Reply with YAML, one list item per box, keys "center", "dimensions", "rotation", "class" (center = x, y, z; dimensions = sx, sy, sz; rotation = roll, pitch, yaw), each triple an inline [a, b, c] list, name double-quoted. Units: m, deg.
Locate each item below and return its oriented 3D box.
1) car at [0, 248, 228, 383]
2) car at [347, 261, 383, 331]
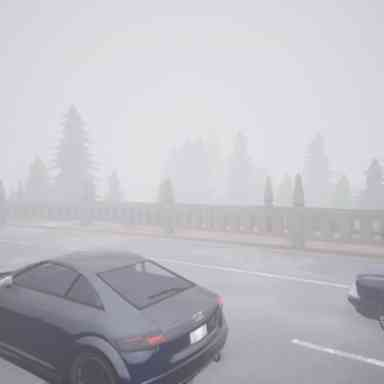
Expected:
- center: [-1.600, 1.537, 4.797]
  dimensions: [4.181, 1.385, 1.994]
  rotation: [0, 0, 33]
  class: "car"
- center: [4.852, 1.577, 4.695]
  dimensions: [4.718, 1.301, 1.895]
  rotation: [0, 0, 36]
  class: "car"
